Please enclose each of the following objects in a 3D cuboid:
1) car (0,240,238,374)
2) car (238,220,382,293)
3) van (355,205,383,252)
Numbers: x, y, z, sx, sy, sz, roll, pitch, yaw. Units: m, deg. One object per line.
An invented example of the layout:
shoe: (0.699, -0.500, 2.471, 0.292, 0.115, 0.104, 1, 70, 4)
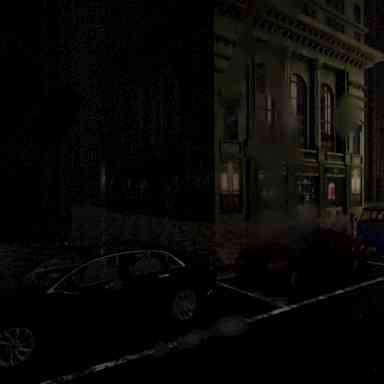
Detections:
car: (-1.590, 1.551, 5.522, 4.403, 1.369, 2.008, 0, 0, -36)
car: (2.995, 1.582, 8.803, 4.206, 1.307, 1.802, 0, 0, -36)
van: (7.578, 1.342, 12.084, 3.998, 1.788, 1.690, 0, 0, -36)
